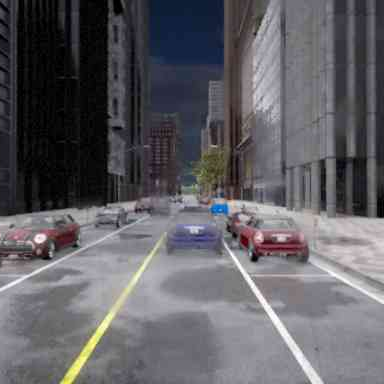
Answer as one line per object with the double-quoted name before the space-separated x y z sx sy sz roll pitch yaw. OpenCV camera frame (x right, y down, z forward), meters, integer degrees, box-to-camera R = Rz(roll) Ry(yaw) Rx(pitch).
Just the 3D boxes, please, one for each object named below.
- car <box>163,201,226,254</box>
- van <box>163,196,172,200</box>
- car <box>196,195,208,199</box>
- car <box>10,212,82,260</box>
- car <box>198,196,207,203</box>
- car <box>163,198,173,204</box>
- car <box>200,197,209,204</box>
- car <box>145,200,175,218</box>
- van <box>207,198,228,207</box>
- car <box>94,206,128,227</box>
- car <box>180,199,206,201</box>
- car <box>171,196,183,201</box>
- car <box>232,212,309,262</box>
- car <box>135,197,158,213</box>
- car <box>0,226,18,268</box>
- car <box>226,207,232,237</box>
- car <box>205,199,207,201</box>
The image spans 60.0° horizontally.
"car" 0.085 1.458 14.164 2.097 1.767 4.553 0 0 0
"van" -5.715 1.813 74.577 1.690 1.788 3.998 0 0 0
"car" 2.347 1.748 61.840 2.097 1.767 4.553 0 0 0
"car" -5.676 1.534 12.548 1.967 1.590 4.097 0 0 0
"car" 2.798 1.909 91.486 2.192 1.841 5.009 0 0 0
"car" -5.719 2.076 80.214 1.947 1.339 4.313 0 0 0
"car" 2.810 1.912 74.567 1.967 1.590 4.097 0 0 0
"car" -3.121 1.789 33.871 2.033 1.411 5.357 0 0 0
"van" 2.836 1.590 35.088 1.690 1.788 3.998 0 0 0
"car" -5.683 1.726 23.825 2.008 1.369 4.403 0 0 0
"car" 0.077 1.710 32.431 1.882 1.535 5.008 0 0 0
"car" -3.049 2.060 74.252 1.895 1.301 4.718 0 0 0
"car" 2.850 1.534 12.528 1.967 1.590 4.097 0 0 0
"car" -5.693 1.597 40.745 2.192 1.841 5.009 0 0 0
"car" -5.673 1.634 6.907 1.802 1.307 4.206 0 0 0
"car" 2.846 1.717 18.168 1.802 1.307 4.206 0 0 0
"car" 2.833 1.809 40.899 1.752 1.417 4.829 0 0 0
